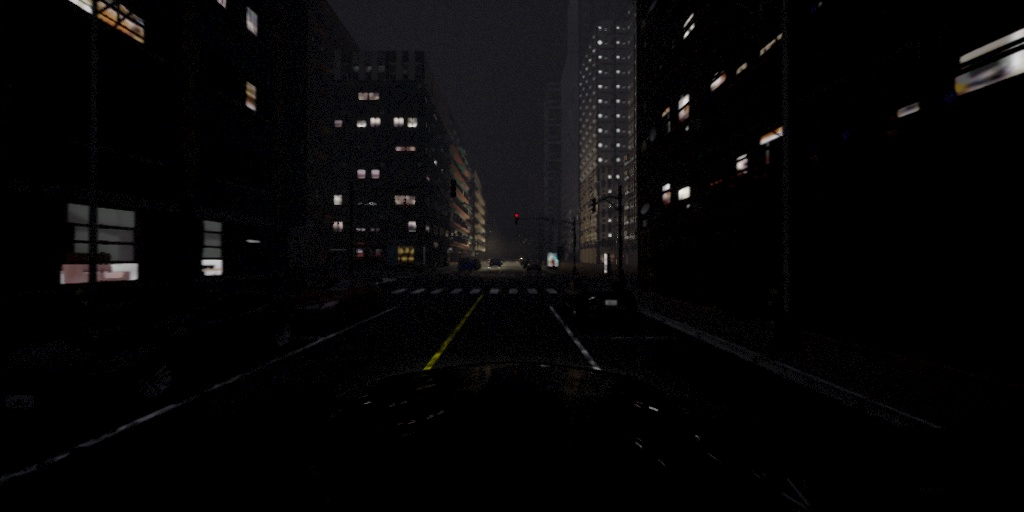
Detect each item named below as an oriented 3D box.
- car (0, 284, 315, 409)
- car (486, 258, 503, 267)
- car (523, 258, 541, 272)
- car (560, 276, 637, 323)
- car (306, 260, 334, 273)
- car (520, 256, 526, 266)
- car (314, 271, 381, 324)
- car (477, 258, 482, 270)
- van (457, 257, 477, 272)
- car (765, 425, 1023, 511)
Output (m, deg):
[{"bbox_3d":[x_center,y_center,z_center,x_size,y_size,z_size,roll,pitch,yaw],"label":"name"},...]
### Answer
[{"bbox_3d":[-5.688,1.310,6.323,1.948,1.339,4.313,0,0,0],"label":"car"},{"bbox_3d":[-2.979,1.179,63.364,1.882,1.535,5.008,0,0,0],"label":"car"},{"bbox_3d":[2.706,1.289,44.236,1.802,1.307,4.207,0,0,0],"label":"car"},{"bbox_3d":[2.695,1.303,11.831,1.948,1.339,4.313,0,0,0],"label":"car"},{"bbox_3d":[-18.783,1.065,33.071,4.313,1.339,1.948,0,0,0],"label":"car"},{"bbox_3d":[2.710,1.139,55.292,1.967,1.591,4.097,0,0,0],"label":"car"},{"bbox_3d":[-5.686,1.320,11.846,1.802,1.307,4.207,0,0,0],"label":"car"},{"bbox_3d":[-5.673,1.018,49.768,2.192,1.841,5.009,0,0,0],"label":"car"},{"bbox_3d":[-5.675,1.048,44.240,1.690,1.789,3.998,0,0,0],"label":"van"},{"bbox_3d":[2.691,1.317,0.784,1.948,1.339,4.313,0,0,0],"label":"car"}]
